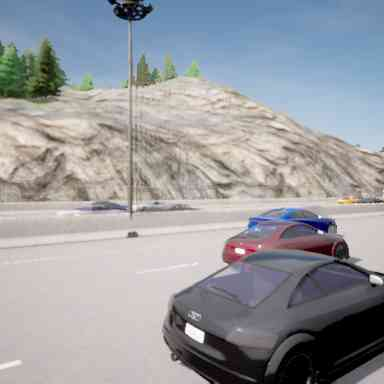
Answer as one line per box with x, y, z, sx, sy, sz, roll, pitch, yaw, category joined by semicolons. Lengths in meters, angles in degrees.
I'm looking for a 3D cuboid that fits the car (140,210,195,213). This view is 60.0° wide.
-1.439;1.565;24.462;4.181;1.385;1.994;0;0;-35;car

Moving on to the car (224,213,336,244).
2.928;1.565;10.135;4.181;1.385;1.994;0;0;-35;car

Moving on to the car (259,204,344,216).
4.847;1.479;15.805;5.008;1.535;1.882;0;0;-36;car

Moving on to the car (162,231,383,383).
1.661;1.564;4.933;4.181;1.385;1.994;0;0;-36;car

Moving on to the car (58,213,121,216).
-7.486;1.602;24.449;4.718;1.301;1.895;0;0;-36;car
